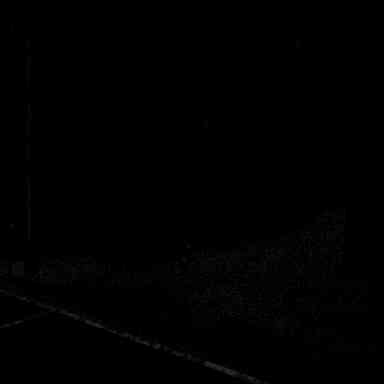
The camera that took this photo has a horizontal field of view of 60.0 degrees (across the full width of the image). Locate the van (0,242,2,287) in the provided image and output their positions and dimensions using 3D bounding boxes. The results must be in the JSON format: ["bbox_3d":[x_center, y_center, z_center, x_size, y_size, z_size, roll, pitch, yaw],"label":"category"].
[{"bbox_3d":[-5.763,1.339,7.182,3.998,1.788,1.690,0,0,35],"label":"van"}]
